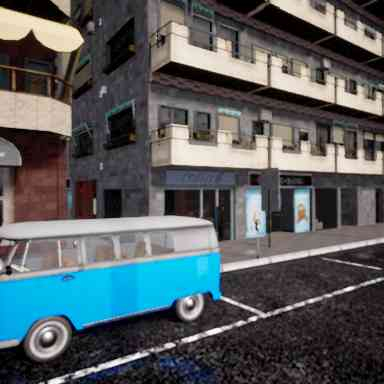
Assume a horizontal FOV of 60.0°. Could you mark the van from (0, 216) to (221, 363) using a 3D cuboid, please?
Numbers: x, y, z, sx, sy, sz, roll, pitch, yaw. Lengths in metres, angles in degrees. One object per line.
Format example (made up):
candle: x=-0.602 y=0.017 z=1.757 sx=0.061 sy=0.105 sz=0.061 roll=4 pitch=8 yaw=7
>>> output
van: x=-1.377 y=1.341 z=5.590 sx=3.998 sy=1.788 sz=1.690 roll=0 pitch=0 yaw=-36
